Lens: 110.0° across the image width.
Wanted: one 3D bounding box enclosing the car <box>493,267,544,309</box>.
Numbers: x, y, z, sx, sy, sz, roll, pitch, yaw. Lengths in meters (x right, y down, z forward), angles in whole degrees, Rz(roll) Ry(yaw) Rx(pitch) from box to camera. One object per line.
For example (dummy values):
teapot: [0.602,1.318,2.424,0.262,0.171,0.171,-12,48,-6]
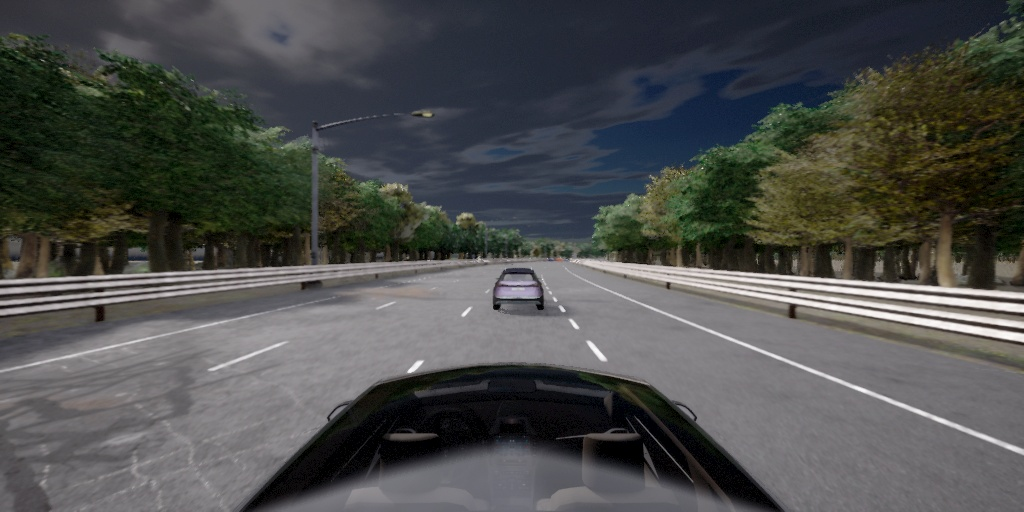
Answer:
car: [0.283,1.268,15.035,2.033,1.649,4.856,0,-1,2]
